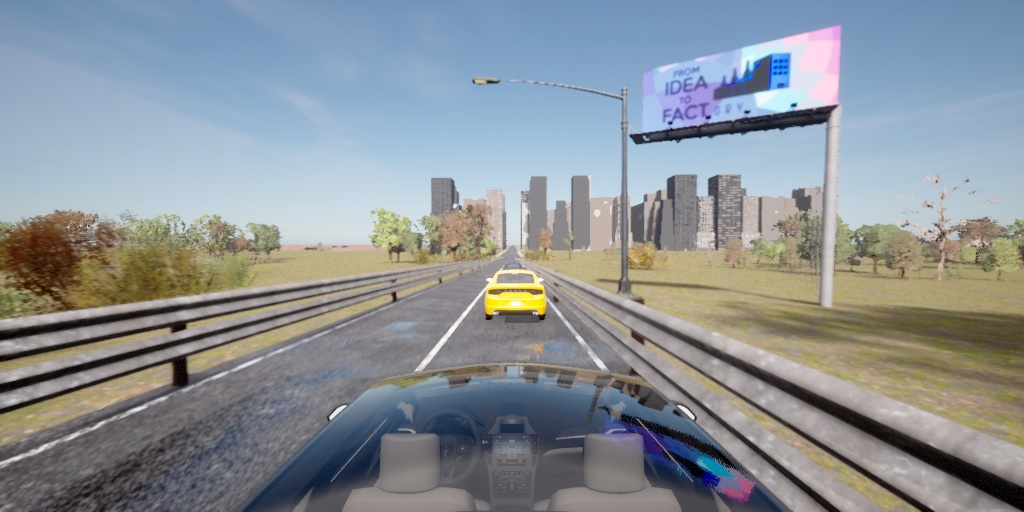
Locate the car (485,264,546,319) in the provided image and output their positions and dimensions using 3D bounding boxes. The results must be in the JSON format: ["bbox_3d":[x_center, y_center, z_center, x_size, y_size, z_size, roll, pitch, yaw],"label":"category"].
[{"bbox_3d":[0.108,1.224,12.803,1.882,1.535,5.008,0,0,0],"label":"car"}]
